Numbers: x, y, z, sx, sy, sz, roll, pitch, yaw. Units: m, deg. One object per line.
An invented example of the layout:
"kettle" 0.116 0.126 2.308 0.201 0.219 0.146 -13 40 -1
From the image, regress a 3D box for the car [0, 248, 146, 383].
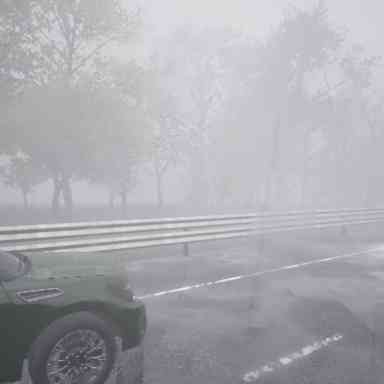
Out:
"car" -3.241 1.222 3.356 5.566 2.045 2.150 0 0 -36
